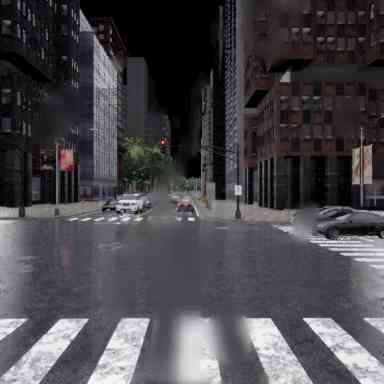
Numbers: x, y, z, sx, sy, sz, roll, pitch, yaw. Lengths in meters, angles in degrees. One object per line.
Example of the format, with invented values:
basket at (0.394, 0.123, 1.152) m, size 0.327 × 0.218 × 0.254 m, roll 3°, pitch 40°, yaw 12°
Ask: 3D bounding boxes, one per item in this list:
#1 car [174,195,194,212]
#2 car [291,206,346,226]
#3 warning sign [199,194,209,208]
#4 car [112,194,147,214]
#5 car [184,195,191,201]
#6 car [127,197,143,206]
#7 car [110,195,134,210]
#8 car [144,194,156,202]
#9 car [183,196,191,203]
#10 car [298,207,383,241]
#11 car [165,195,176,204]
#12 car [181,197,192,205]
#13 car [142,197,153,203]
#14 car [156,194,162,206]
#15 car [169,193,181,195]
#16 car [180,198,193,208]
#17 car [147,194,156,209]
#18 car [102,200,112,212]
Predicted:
car at (-0.725, 1.448, 39.052) m, size 1.967 × 1.590 × 4.097 m, roll 0°, pitch 0°, yaw -1°
car at (8.867, 1.639, 21.183) m, size 4.902 × 1.511 × 2.128 m, roll 1°, pitch 0°, yaw 2°
warning sign at (1.551, 1.131, 42.744) m, size 1.300 × 1.860 × 1.060 m, roll 0°, pitch 0°, yaw -1°
car at (-6.553, 1.223, 35.613) m, size 2.150 × 2.045 × 5.566 m, roll 0°, pitch 0°, yaw -1°
car at (-1.190, 1.574, 87.875) m, size 1.967 × 1.590 × 4.097 m, roll 0°, pitch 0°, yaw -1°
car at (-9.403, 1.570, 55.081) m, size 1.752 × 1.417 × 4.829 m, roll 0°, pitch 0°, yaw -1°
car at (-9.302, 1.335, 44.400) m, size 2.192 × 1.841 × 5.009 m, roll 0°, pitch 0°, yaw -1°
car at (-9.612, 1.417, 76.955) m, size 2.192 × 1.841 × 5.009 m, roll 0°, pitch 0°, yaw -1°
car at (-1.036, 1.612, 71.770) m, size 1.752 × 1.417 × 4.829 m, roll 0°, pitch 0°, yaw -1°
car at (8.228, 1.669, 17.198) m, size 4.674 × 1.442 × 1.812 m, roll 1°, pitch 0°, yaw -8°
car at (-3.632, 1.671, 65.356) m, size 1.895 × 1.301 × 4.718 m, roll 0°, pitch 0°, yaw -1°
car at (-0.931, 1.603, 60.751) m, size 1.887 × 1.381 × 4.507 m, roll 0°, pitch 0°, yaw -1°
car at (-9.559, 1.668, 71.528) m, size 1.802 × 1.307 × 4.206 m, roll 0°, pitch 0°, yaw -1°
car at (-6.730, 1.398, 55.839) m, size 2.097 × 1.767 × 4.553 m, roll 0°, pitch 0°, yaw 0°
car at (-3.829, 1.575, 75.426) m, size 1.882 × 1.535 × 5.008 m, roll 0°, pitch 0°, yaw -1°
car at (-0.828, 1.614, 49.901) m, size 1.802 × 1.307 × 4.206 m, roll 0°, pitch 0°, yaw -1°
car at (-6.644, 1.375, 45.638) m, size 2.097 × 1.767 × 4.553 m, roll 0°, pitch 0°, yaw 0°
car at (-9.250, 1.574, 38.974) m, size 1.947 × 1.339 × 4.313 m, roll 0°, pitch 0°, yaw -1°
